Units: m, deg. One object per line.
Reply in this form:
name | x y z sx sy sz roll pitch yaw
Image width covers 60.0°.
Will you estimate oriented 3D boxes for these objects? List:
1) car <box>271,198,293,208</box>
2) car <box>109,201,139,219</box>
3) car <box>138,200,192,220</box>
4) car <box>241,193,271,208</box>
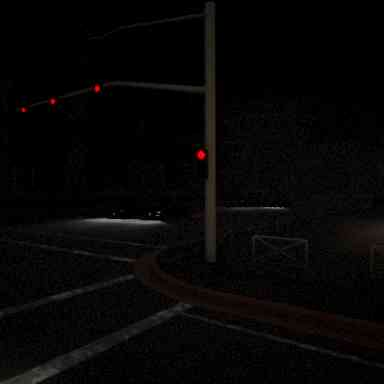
car | 13.329 1.548 49.333 2.033 1.411 5.357 0 0 36
car | -5.158 1.538 29.553 1.812 1.442 4.674 0 0 35
car | -1.927 1.506 28.090 1.837 1.490 4.892 0 0 36
car | 9.360 1.235 49.829 2.150 2.045 5.566 0 0 36
